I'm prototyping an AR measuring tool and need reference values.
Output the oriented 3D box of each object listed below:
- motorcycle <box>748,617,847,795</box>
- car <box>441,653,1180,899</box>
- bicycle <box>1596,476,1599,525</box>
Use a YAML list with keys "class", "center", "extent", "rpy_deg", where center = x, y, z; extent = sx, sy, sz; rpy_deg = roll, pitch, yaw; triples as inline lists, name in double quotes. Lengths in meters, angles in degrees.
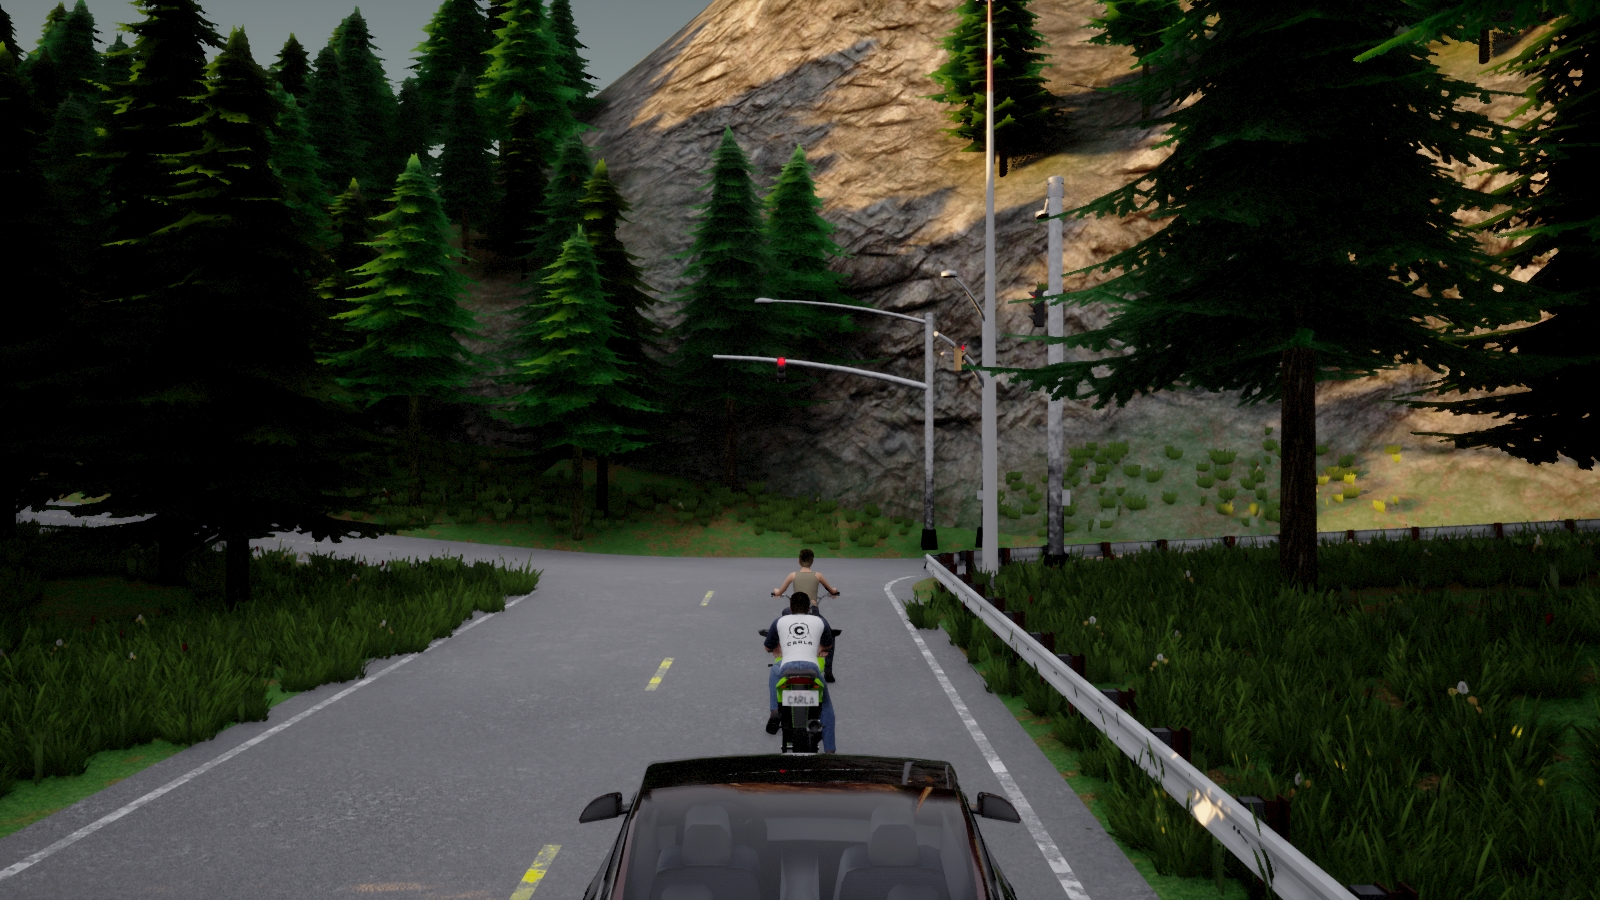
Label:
- class: "motorcycle"
  center: [-0.020, 2.213, 10.238]
  extent: [0.803, 1.145, 2.033]
  rpy_deg: [0, 0, 0]
- class: "car"
  center: [0.029, 2.063, 5.012]
  extent: [2.163, 1.488, 4.792]
  rpy_deg: [0, 0, 0]
- class: "bicycle"
  center: [21.725, 1.355, 29.474]
  extent: [1.835, 1.471, 0.329]
  rpy_deg: [-5, -2, 26]
